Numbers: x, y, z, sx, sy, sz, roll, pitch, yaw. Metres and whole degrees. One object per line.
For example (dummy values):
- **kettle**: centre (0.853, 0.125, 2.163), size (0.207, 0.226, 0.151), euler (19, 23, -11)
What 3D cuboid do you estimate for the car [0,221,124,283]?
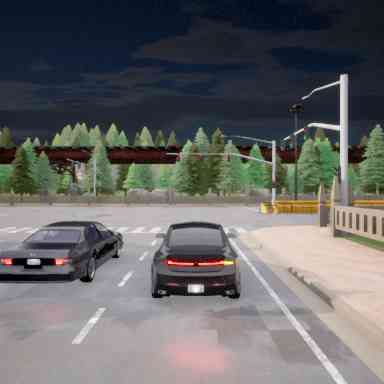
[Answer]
- **car**: centre (-3.388, 1.547, 9.655), size (2.033, 1.411, 5.357), euler (0, 0, 0)

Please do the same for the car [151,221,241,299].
- **car**: centre (0.099, 1.505, 8.466), size (1.837, 1.490, 4.892), euler (0, 0, 1)
